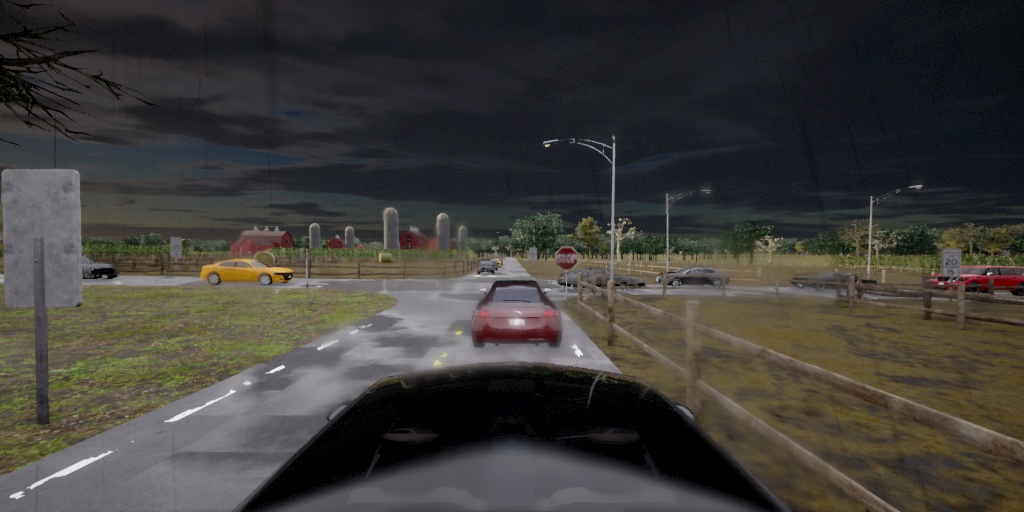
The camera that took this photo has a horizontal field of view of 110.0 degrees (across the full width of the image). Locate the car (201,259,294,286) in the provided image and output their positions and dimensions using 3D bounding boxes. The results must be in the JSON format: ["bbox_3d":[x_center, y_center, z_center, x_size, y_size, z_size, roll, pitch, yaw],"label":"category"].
[{"bbox_3d":[-16.326,0.979,22.302,5.008,1.535,1.882,1,1,0],"label":"car"}]

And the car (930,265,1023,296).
[{"bbox_3d":[33.341,1.684,25.530,5.566,2.045,2.150,1,1,0],"label":"car"}]

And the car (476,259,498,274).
[{"bbox_3d":[-2.801,1.224,39.631,1.837,1.490,4.892,0,0,-1],"label":"car"}]

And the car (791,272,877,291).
[{"bbox_3d":[22.719,1.811,25.480,4.718,1.301,1.895,1,1,0],"label":"car"}]

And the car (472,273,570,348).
[{"bbox_3d":[0.099,1.311,9.267,1.994,1.385,4.181,0,0,0],"label":"car"}]

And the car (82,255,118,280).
[{"bbox_3d":[-27.496,0.672,22.239,4.553,1.767,2.097,1,1,0],"label":"car"}]

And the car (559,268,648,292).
[{"bbox_3d":[5.568,1.442,22.440,5.357,1.411,2.033,1,1,0],"label":"car"}]

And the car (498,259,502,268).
[{"bbox_3d":[-2.835,1.195,49.010,2.128,1.511,4.902,0,0,0],"label":"car"}]

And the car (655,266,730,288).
[{"bbox_3d":[12.755,1.486,25.420,4.902,1.511,2.128,1,1,0],"label":"car"}]
